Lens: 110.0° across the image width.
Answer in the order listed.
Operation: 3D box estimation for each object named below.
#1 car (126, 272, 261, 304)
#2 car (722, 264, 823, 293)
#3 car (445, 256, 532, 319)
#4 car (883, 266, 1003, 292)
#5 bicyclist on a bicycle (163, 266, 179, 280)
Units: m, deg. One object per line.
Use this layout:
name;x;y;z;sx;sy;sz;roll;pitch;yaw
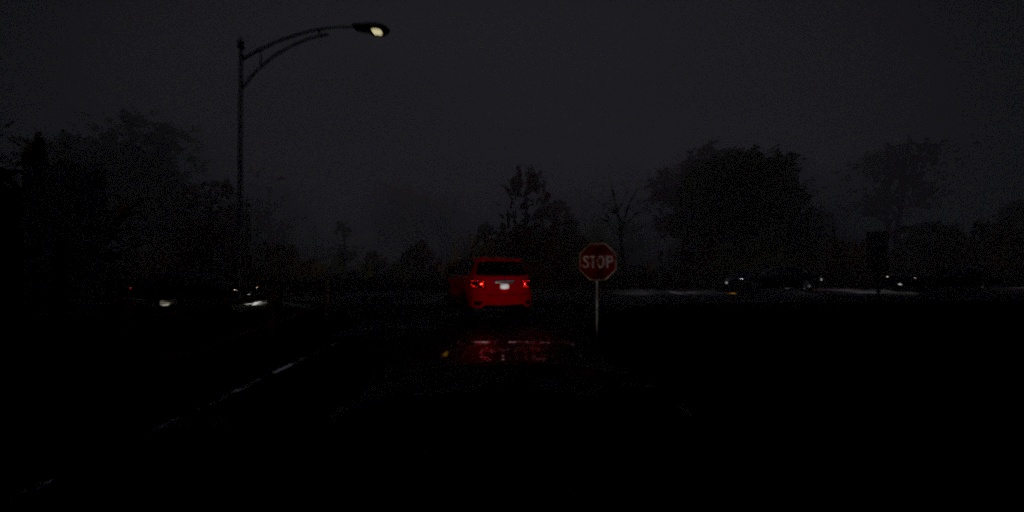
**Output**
car;-15.503;1.512;17.559;5.357;1.411;2.033;0;0;1
car;14.513;1.218;20.153;4.902;1.511;2.128;0;0;1
car;-1.062;1.045;13.466;2.150;2.045;5.566;1;-1;-18
car;23.892;1.248;20.041;4.718;1.301;1.895;0;0;1
bicyclist on a bicycle;-22.459;1.487;23.614;0.582;1.620;1.656;0;0;1
